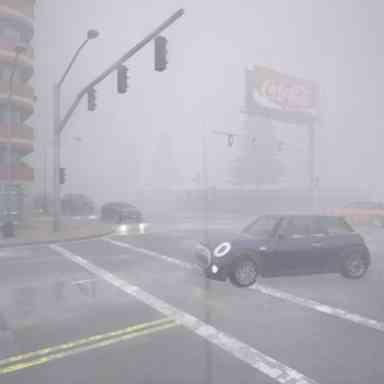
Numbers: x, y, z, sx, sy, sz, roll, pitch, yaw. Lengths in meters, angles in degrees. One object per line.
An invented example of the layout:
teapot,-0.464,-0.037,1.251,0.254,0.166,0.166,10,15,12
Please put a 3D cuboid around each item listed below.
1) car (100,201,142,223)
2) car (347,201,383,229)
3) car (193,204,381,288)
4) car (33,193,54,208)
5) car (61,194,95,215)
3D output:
car,-5.590,1.503,25.871,1.837,1.490,4.892,0,0,-36
car,10.777,1.349,21.456,2.097,1.767,4.553,0,0,-36
car,2.345,1.351,9.053,4.553,1.767,2.097,0,0,-14
car,-21.086,1.222,47.429,2.150,2.045,5.566,0,0,-36
car,-12.054,1.218,34.847,2.150,2.045,5.566,0,0,-36
